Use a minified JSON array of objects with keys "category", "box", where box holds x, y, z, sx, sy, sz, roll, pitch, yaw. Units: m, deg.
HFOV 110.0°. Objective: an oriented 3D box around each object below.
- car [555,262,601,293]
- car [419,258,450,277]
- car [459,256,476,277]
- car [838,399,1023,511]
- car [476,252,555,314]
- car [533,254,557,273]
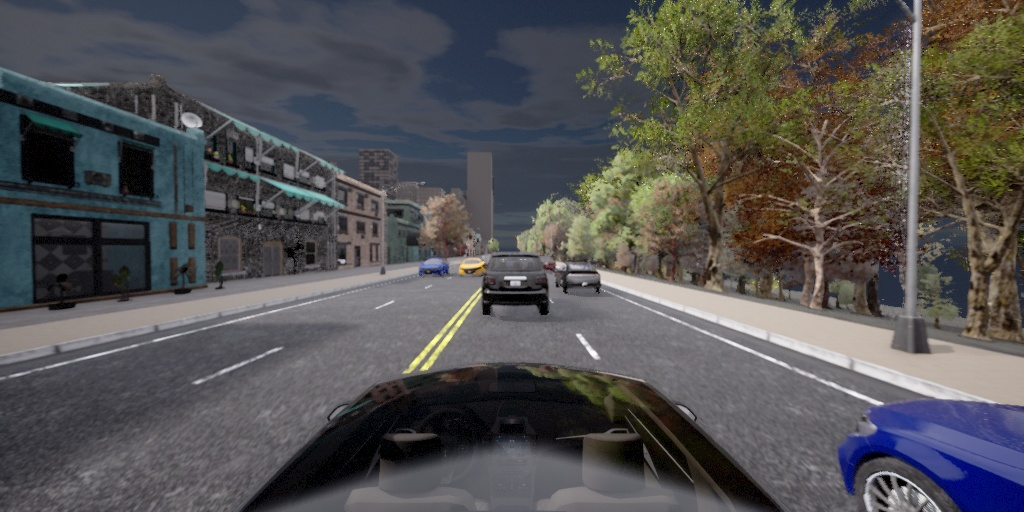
[{"category":"car","box":[3.349,1.064,18.944,2.128,1.511,4.902,0,1,0]},{"category":"car","box":[-6.598,0.927,30.791,1.882,1.535,5.008,0,1,0]},{"category":"car","box":[-3.349,0.927,30.832,1.882,1.535,5.008,0,1,0]},{"category":"car","box":[3.349,1.286,0.684,1.812,1.442,4.674,0,1,0]},{"category":"car","box":[0.100,0.855,13.259,2.150,2.045,5.566,0,1,0]},{"category":"car","box":[3.349,0.735,37.261,2.097,1.767,4.553,0,1,0]}]
